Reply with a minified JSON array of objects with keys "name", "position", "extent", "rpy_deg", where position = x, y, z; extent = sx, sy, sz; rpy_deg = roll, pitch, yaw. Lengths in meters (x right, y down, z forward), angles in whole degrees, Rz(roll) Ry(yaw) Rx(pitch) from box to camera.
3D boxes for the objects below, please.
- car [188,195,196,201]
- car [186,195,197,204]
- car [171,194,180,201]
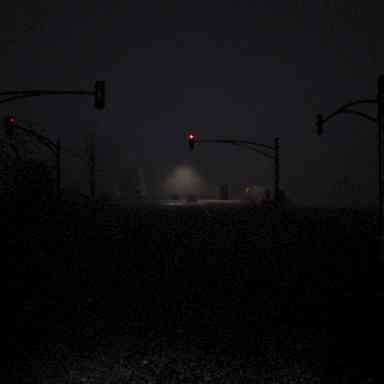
[{"name":"car","position":[-0.073,1.420,78.064],"extent":[1.837,1.490,4.892],"rpy_deg":[0,0,0]},{"name":"car","position":[-0.064,1.419,68.028],"extent":[2.097,1.767,4.553],"rpy_deg":[0,0,0]},{"name":"car","position":[-3.568,1.190,72.230],"extent":[1.837,1.490,4.892],"rpy_deg":[0,0,0]}]
